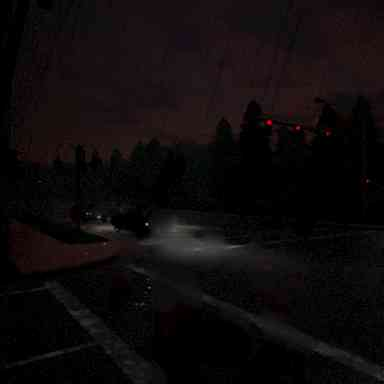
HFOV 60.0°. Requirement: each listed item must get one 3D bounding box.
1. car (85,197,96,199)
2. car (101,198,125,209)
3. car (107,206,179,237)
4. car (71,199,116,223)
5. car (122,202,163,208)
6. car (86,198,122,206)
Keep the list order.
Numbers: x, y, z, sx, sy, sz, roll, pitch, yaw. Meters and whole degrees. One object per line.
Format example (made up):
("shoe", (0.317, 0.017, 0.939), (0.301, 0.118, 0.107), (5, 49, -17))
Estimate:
("car", (-14.740, 1.548, 48.332), (2.097, 1.767, 4.553), (1, 0, -35))
("car", (-12.176, 1.741, 50.775), (1.837, 1.490, 4.892), (1, 0, -35))
("car", (-2.900, 1.703, 18.887), (1.895, 1.301, 4.718), (1, 0, -35))
("car", (-8.237, 1.597, 26.527), (2.128, 1.511, 4.902), (1, 0, -35))
("car", (-3.100, 1.691, 25.277), (2.033, 1.411, 5.357), (1, 0, -35))
("car", (-8.715, 1.626, 33.351), (1.882, 1.535, 5.008), (1, 0, -34))
